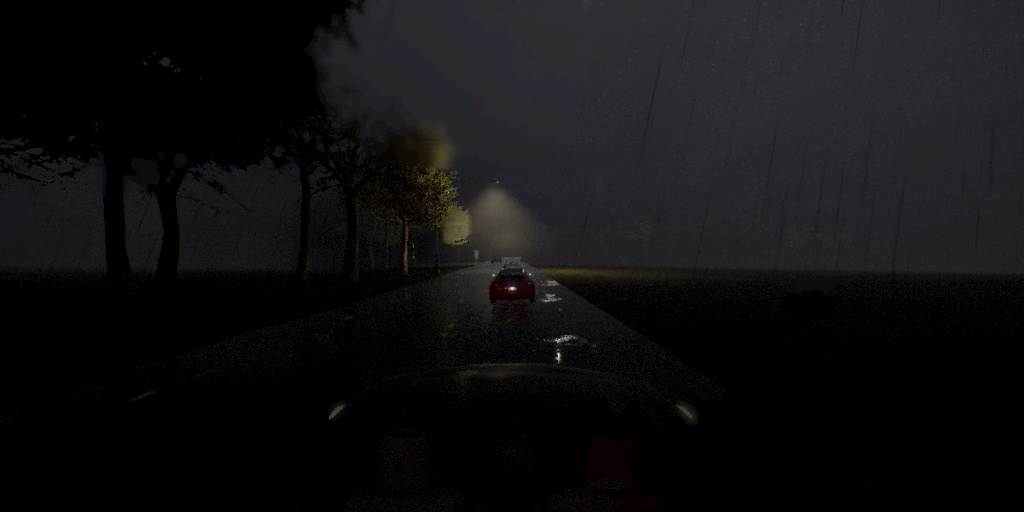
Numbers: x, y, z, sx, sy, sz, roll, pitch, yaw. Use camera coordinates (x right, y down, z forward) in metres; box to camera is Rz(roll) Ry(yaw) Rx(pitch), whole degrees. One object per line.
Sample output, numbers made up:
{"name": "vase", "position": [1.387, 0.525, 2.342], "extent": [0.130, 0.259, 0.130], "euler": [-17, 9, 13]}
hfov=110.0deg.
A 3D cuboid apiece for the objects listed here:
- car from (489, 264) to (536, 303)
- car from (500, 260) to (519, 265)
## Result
{"name": "car", "position": [0.014, 1.280, 16.454], "extent": [1.994, 1.385, 4.181], "euler": [-2, 0, 0]}
{"name": "car", "position": [0.078, 1.273, 31.485], "extent": [1.895, 1.301, 4.718], "euler": [0, 0, 0]}
